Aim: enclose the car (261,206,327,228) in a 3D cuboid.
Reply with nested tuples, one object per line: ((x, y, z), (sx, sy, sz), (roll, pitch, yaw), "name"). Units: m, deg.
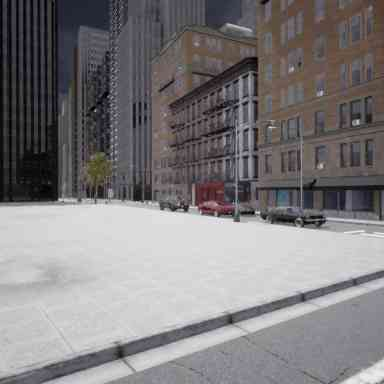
((6.953, 1.676, 23.092), (1.895, 1.301, 4.718), (0, 0, -26), "car")

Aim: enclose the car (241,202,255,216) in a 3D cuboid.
((4.555, 1.687, 34.064), (1.994, 1.385, 4.181), (0, 0, -26), "car")

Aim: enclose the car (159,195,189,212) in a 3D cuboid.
((-2.360, 1.412, 42.017), (2.150, 2.045, 5.566), (0, 0, -27), "car")

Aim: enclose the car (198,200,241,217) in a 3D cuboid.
((2.321, 1.608, 32.490), (1.882, 1.535, 5.008), (0, 0, -26), "car")
